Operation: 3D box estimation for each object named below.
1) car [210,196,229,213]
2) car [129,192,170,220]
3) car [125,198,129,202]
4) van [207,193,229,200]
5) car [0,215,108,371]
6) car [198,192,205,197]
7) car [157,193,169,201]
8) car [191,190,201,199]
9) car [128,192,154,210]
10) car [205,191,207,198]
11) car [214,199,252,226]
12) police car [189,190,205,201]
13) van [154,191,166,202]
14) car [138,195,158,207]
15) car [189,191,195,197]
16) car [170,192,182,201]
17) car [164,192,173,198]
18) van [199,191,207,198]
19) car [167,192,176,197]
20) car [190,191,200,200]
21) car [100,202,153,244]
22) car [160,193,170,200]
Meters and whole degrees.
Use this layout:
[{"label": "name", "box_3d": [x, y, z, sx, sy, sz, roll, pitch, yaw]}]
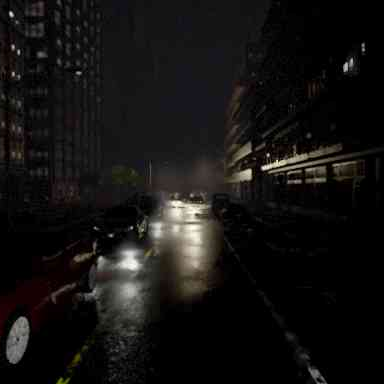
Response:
[{"label": "car", "box_3d": [2.683, 1.263, 26.774, 1.752, 1.417, 4.829, 0, 1, 0]}, {"label": "car", "box_3d": [-3.045, 1.106, 25.055, 2.097, 1.767, 4.553, 0, 1, 0]}, {"label": "car", "box_3d": [-5.699, 1.253, 32.126, 1.947, 1.339, 4.313, 0, 1, 0]}, {"label": "van", "box_3d": [2.681, 1.029, 32.125, 1.690, 1.788, 3.998, 0, 1, 0]}, {"label": "car", "box_3d": [-3.097, 1.419, 5.796, 1.882, 1.535, 5.008, 0, 1, 0]}, {"label": "car", "box_3d": [2.670, 0.710, 92.875, 1.887, 1.381, 4.507, 0, 0, 0]}, {"label": "car", "box_3d": [-5.705, 0.937, 65.261, 1.887, 1.381, 4.507, 0, 1, 0]}, {"label": "car", "box_3d": [0.885, 0.517, 77.142, 2.150, 2.045, 5.566, 0, 0, 0]}, {"label": "car", "box_3d": [-5.701, 0.952, 37.645, 2.192, 1.841, 5.009, 0, 1, 0]}, {"label": "car", "box_3d": [2.674, 0.896, 70.785, 2.008, 1.369, 4.403, 0, 0, 0]}, {"label": "car", "box_3d": [2.684, 1.357, 21.082, 1.947, 1.339, 4.313, 0, 1, 0]}, {"label": "police car", "box_3d": [0.888, 0.853, 61.224, 1.930, 1.638, 5.238, 0, 1, 0]}, {"label": "van", "box_3d": [-5.705, 0.782, 59.736, 1.690, 1.788, 3.998, 0, 1, 0]}, {"label": "car", "box_3d": [-5.701, 1.138, 43.171, 2.008, 1.369, 4.403, 0, 1, 0]}, {"label": "car", "box_3d": [-0.018, 0.522, 93.794, 1.837, 1.490, 4.892, 0, 0, 0]}, {"label": "car", "box_3d": [-3.034, 0.894, 65.295, 2.128, 1.511, 4.902, 0, 1, 1]}, {"label": "car", "box_3d": [-5.709, 0.694, 81.829, 1.967, 1.590, 4.097, 0, 0, 0]}, {"label": "van", "box_3d": [2.672, 0.595, 81.829, 1.690, 1.788, 3.998, 0, 0, 0]}, {"label": "car", "box_3d": [-5.711, 0.716, 92.874, 2.008, 1.369, 4.403, 0, 0, 0]}, {"label": "car", "box_3d": [0.643, 0.689, 71.078, 2.097, 1.767, 4.553, 0, 0, 0]}, {"label": "car", "box_3d": [-3.098, 1.375, 15.126, 1.812, 1.442, 4.674, 0, 1, 1]}, {"label": "car", "box_3d": [-5.707, 0.911, 70.784, 1.947, 1.339, 4.313, 0, 0, 0]}]
